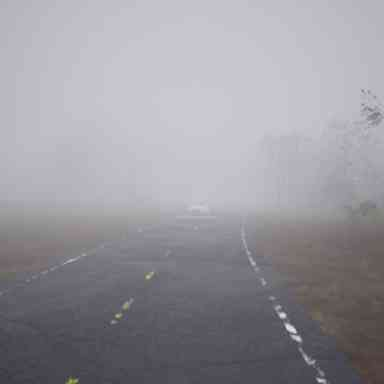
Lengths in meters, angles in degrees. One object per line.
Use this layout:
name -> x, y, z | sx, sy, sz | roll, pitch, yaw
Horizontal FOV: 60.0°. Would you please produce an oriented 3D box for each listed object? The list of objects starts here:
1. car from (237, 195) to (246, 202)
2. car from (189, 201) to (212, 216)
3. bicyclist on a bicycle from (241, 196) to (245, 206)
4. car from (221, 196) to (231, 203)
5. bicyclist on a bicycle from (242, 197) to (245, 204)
car -> 12.672, 1.892, 85.859 | 1.812, 1.442, 4.674 | 0, 0, 10
car -> 0.865, 1.663, 34.895 | 1.812, 1.442, 4.674 | 0, 0, 10
bicyclist on a bicycle -> 9.224, 1.696, 60.673 | 0.866, 1.612, 1.509 | 0, -1, 10
car -> 7.743, 1.752, 74.753 | 1.837, 1.490, 4.892 | 0, 0, 10
bicyclist on a bicycle -> 10.628, 1.746, 68.941 | 0.582, 1.620, 1.656 | 0, -1, 10
